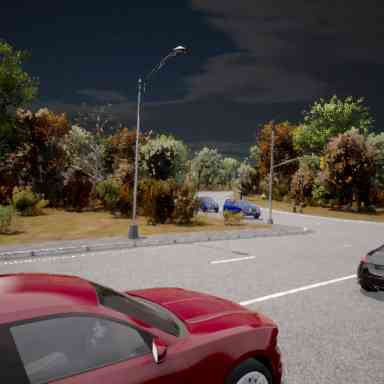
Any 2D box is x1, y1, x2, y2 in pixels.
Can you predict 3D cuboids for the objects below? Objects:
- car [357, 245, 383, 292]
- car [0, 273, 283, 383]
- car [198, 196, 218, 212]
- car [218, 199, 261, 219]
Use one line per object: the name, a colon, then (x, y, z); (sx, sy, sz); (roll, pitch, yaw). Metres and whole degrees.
car: (5.815, 1.666, 7.949); (4.181, 1.385, 1.994); (1, -1, -35)
car: (-1.334, 1.479, 2.794); (5.008, 1.535, 1.882); (0, 0, -36)
car: (1.942, 1.696, 46.767); (2.150, 2.045, 5.566); (3, 1, -18)
car: (5.447, 1.849, 37.170); (2.150, 2.045, 5.566); (3, -1, -22)
